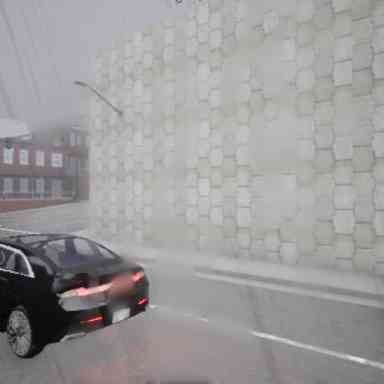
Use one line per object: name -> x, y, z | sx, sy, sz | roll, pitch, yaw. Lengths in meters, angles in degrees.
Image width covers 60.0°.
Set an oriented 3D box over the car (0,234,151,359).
car -> -2.957, 1.529, 6.069 | 4.902, 1.511, 2.128 | 0, 0, 36
